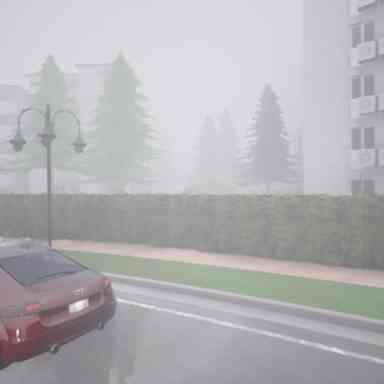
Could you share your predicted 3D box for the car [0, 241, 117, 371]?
[{"bbox_3d":[-3.319,1.541,5.557,4.181,1.385,1.994,0,0,29],"label":"car"}]
